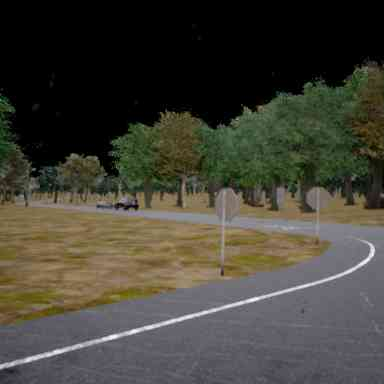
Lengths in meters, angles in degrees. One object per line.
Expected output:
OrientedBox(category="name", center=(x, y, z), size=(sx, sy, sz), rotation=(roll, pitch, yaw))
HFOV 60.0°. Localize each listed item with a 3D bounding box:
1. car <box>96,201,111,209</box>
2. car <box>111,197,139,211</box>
OrientedBox(category="car", center=(-15.857, 2.281, 60.126), size=(2.128, 1.511, 4.902), rotation=(2, -2, -34))
OrientedBox(category="car", center=(-10.244, 1.850, 51.982), size=(2.150, 2.045, 5.566), rotation=(2, -2, -34))
